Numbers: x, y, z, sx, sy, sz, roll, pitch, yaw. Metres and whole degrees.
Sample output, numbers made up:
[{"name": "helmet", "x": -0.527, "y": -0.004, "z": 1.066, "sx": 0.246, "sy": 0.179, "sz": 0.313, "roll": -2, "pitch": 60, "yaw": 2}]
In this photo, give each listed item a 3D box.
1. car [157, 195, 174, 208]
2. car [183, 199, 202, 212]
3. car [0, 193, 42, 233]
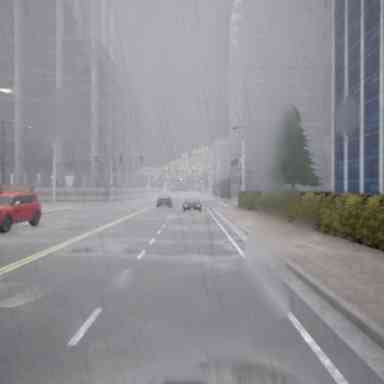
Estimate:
[{"name": "car", "x": -3.405, "y": 1.168, "z": 42.417, "sx": 1.837, "sy": 1.490, "sz": 4.892, "roll": 0, "pitch": 1, "yaw": 0}, {"name": "car", "x": 0.030, "y": 1.329, "z": 34.084, "sx": 1.895, "sy": 1.301, "sz": 4.718, "roll": 0, "pitch": 0, "yaw": 0}, {"name": "car", "x": -10.583, "y": 1.076, "z": 18.919, "sx": 2.150, "sy": 2.045, "sz": 5.566, "roll": 0, "pitch": 0, "yaw": 0}]
